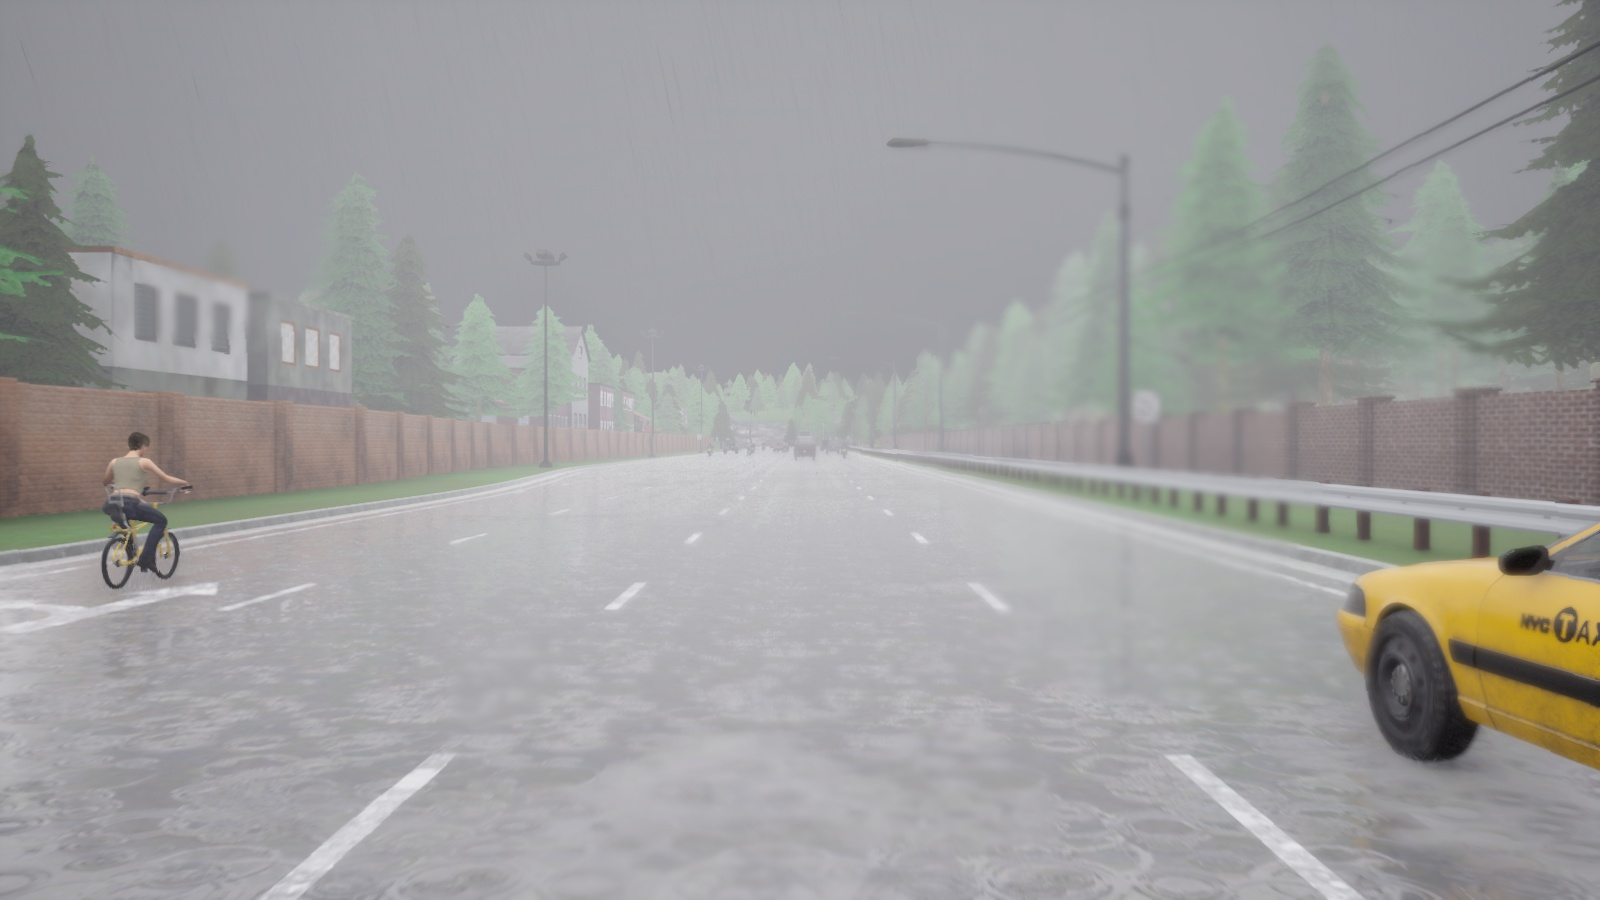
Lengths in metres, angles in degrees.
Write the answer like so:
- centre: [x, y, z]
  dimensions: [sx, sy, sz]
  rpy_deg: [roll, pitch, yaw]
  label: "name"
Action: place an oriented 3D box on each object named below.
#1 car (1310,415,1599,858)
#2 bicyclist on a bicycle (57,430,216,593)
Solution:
- centre: [3.756, 0.665, 4.127]
  dimensions: [1.801, 1.575, 5.366]
  rpy_deg: [0, 0, -2]
  label: "car"
- centre: [-6.915, 0.603, 13.181]
  dimensions: [0.866, 1.612, 1.509]
  rpy_deg: [0, 0, 0]
  label: "bicyclist on a bicycle"
